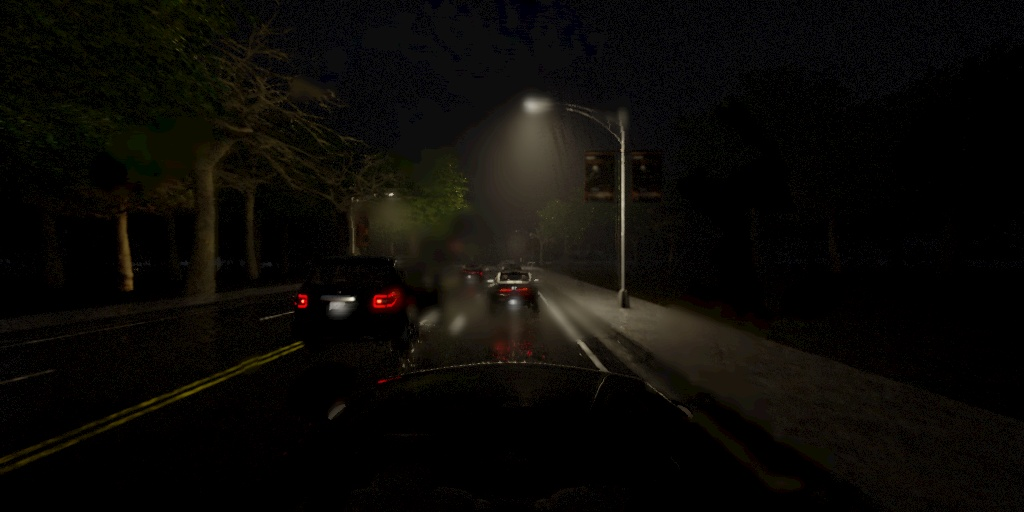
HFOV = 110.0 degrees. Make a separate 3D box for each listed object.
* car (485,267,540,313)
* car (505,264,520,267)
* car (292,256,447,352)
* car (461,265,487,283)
[{"bbox_3d":[0.091,1.340,14.419,1.837,1.490,4.892,0,0,0],"label":"car"},{"bbox_3d":[0.075,1.506,34.542,1.837,1.490,4.892,0,-1,0],"label":"car"},{"bbox_3d":[-3.156,1.020,9.181,2.150,2.045,5.566,0,0,0],"label":"car"},{"bbox_3d":[-3.171,1.469,30.315,1.837,1.490,4.892,0,-1,0],"label":"car"}]
